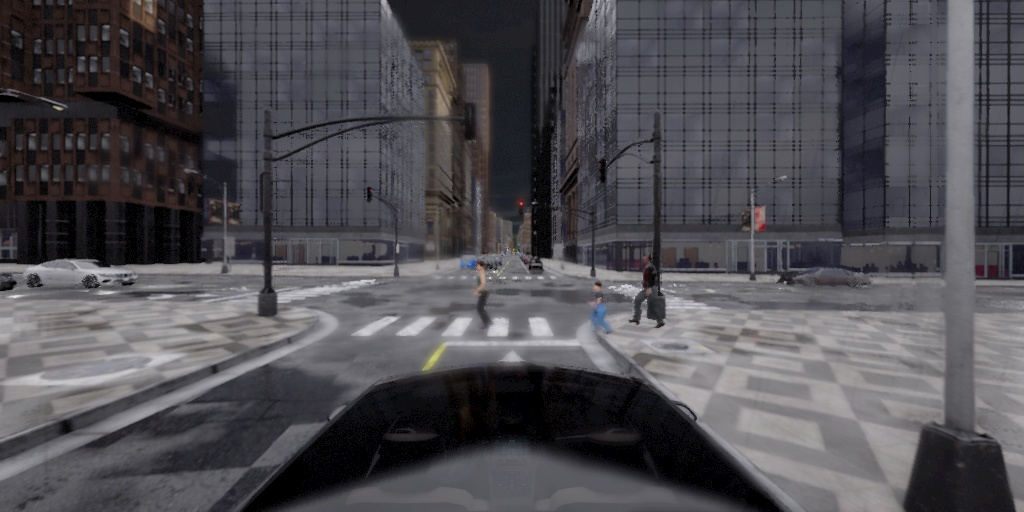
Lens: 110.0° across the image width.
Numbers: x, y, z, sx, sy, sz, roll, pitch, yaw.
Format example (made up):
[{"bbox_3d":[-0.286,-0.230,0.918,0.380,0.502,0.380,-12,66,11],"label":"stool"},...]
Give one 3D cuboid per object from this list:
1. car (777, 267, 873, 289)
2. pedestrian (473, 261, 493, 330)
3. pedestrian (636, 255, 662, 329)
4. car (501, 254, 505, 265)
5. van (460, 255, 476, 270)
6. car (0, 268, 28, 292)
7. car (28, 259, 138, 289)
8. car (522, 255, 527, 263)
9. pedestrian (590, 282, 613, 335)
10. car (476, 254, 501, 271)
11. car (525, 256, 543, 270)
[{"bbox_3d":[21.657,1.493,24.906,5.357,1.411,2.033,1,0,0],"label":"car"},{"bbox_3d":[-0.771,0.999,9.461,0.375,1.860,0.375,0,0,0],"label":"pedestrian"},{"bbox_3d":[3.380,0.849,8.854,0.375,1.860,0.375,0,0,0],"label":"pedestrian"},{"bbox_3d":[-2.625,0.842,59.893,1.882,1.535,5.008,0,0,1],"label":"car"},{"bbox_3d":[-5.554,0.808,45.816,1.690,1.789,3.998,0,0,0],"label":"van"},{"bbox_3d":[-24.333,0.875,15.309,4.674,1.442,1.812,1,0,0],"label":"car"},{"bbox_3d":[-22.258,0.895,18.544,4.674,1.442,1.812,1,0,0],"label":"car"},{"bbox_3d":[3.117,0.925,62.691,1.802,1.307,4.207,0,0,0],"label":"car"},{"bbox_3d":[2.077,1.133,8.256,0.375,1.300,0.375,0,0,0],"label":"pedestrian"},{"bbox_3d":[-2.795,0.832,43.914,2.097,1.767,4.553,0,0,1],"label":"car"},{"bbox_3d":[2.972,1.034,45.744,1.948,1.339,4.313,0,0,0],"label":"car"}]
